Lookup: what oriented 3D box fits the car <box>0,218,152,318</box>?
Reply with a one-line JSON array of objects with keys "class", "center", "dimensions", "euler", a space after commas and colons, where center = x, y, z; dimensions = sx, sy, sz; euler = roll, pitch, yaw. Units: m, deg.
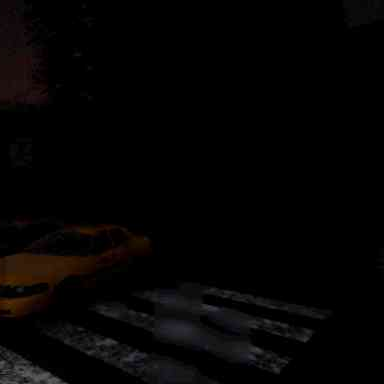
[{"class": "car", "center": [-2.619, 1.466, 7.745], "dimensions": [1.946, 1.575, 5.366], "euler": [1, -1, 16]}]

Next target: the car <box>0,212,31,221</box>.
[{"class": "car", "center": [-5.062, 1.460, 9.490], "dimensions": [1.946, 1.575, 5.366], "euler": [1, -1, 16]}]
